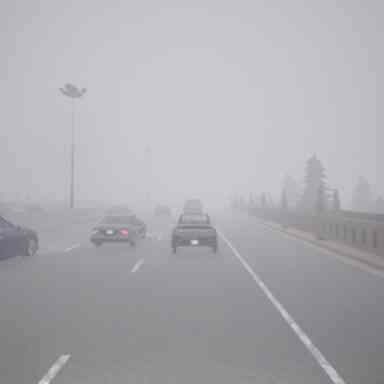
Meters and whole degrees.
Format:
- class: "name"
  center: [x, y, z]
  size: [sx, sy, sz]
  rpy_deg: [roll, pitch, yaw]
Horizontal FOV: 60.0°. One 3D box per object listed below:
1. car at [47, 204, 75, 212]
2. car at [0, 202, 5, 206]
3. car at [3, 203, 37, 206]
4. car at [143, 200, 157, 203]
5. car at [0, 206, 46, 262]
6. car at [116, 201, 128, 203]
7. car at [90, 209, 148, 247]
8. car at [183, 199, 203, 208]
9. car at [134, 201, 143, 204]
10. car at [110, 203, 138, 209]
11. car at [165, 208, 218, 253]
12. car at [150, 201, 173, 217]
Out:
- class: "car"
  center: [-14.074, 2.083, 35.963]
  size: [1.812, 1.442, 4.674]
  rpy_deg: [0, -1, 0]
- class: "car"
  center: [-21.077, 1.899, 35.452]
  size: [2.097, 1.767, 4.553]
  rpy_deg: [0, -1, 0]
- class: "car"
  center: [-17.590, 2.102, 35.792]
  size: [2.033, 1.411, 5.357]
  rpy_deg: [0, -1, 0]
- class: "car"
  center: [-8.738, 2.680, 76.468]
  size: [1.837, 1.490, 4.892]
  rpy_deg: [0, -1, 16]
- class: "car"
  center: [-6.900, 1.478, 10.809]
  size: [2.097, 1.767, 4.553]
  rpy_deg: [0, -1, 0]
- class: "car"
  center: [-16.217, 2.698, 76.086]
  size: [1.812, 1.442, 4.674]
  rpy_deg: [0, -1, 16]
- class: "car"
  center: [-3.400, 1.767, 16.279]
  size: [2.033, 1.411, 5.357]
  rpy_deg: [0, -1, 0]
- class: "car"
  center: [0.101, 1.825, 38.722]
  size: [2.150, 2.045, 5.566]
  rpy_deg: [0, -1, 0]
- class: "car"
  center: [-12.250, 2.729, 76.966]
  size: [1.994, 1.385, 4.181]
  rpy_deg: [0, -1, 16]
- class: "car"
  center: [-6.900, 2.036, 31.954]
  size: [2.033, 1.411, 5.357]
  rpy_deg: [0, -1, 0]
- class: "car"
  center: [0.100, 1.684, 14.679]
  size: [2.128, 1.511, 4.902]
  rpy_deg: [0, -1, 0]
- class: "car"
  center: [-3.395, 2.117, 39.953]
  size: [2.128, 1.511, 4.902]
  rpy_deg: [0, -1, 0]
